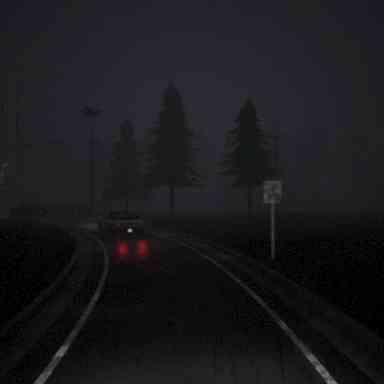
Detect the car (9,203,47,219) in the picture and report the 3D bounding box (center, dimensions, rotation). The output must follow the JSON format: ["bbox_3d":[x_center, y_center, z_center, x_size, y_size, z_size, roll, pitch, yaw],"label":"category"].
[{"bbox_3d":[-16.851,1.879,34.020,5.008,1.535,1.882,-1,-1,36],"label":"car"}]

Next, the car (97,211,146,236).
[{"bbox_3d":[-4.346,1.806,19.891,1.895,1.301,4.718,0,-1,-27],"label":"car"}]
